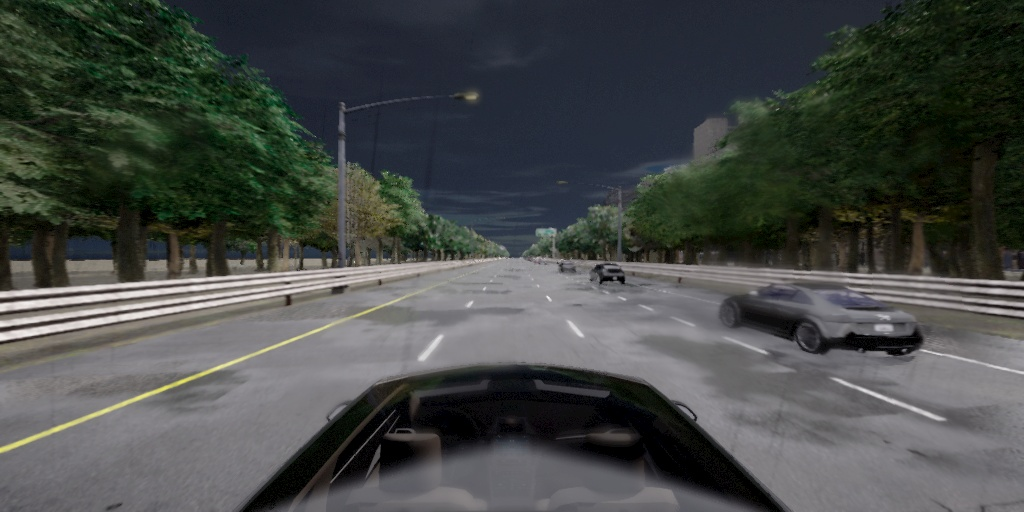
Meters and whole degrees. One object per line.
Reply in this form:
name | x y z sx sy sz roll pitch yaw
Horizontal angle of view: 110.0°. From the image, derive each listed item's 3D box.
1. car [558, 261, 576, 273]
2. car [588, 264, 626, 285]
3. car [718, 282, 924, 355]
car | 7.101 1.347 46.898 2.128 1.511 4.902 0 0 0
car | 7.029 1.312 26.879 1.837 1.490 4.892 0 0 0
car | 7.001 1.329 8.753 1.994 1.385 4.181 0 0 0
